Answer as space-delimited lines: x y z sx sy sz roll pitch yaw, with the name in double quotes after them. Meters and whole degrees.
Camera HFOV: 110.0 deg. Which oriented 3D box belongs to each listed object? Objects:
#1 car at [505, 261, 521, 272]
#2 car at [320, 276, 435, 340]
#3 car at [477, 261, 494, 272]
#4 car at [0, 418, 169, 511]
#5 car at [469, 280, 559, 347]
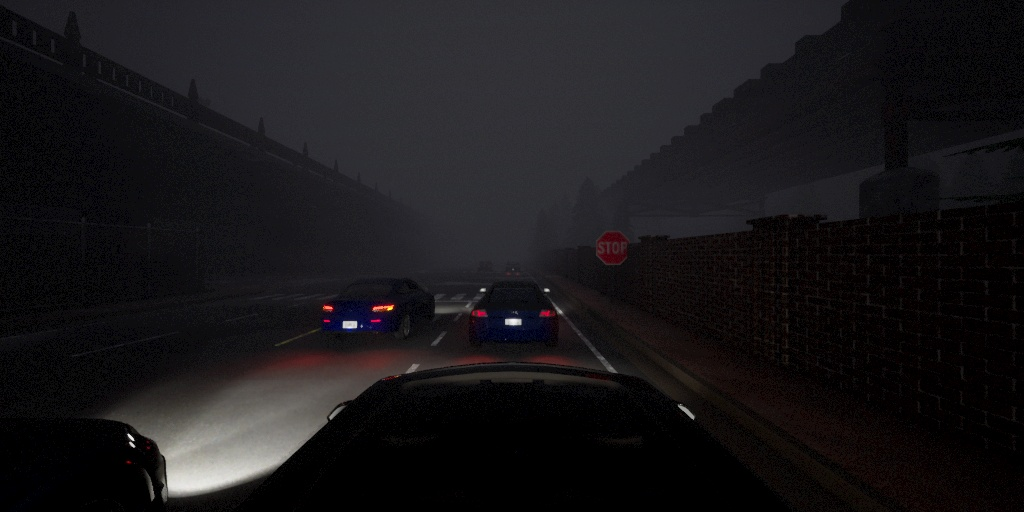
0.104 1.351 46.131 1.895 1.301 4.718 0 0 -1 "car"
-3.412 1.276 9.838 1.812 1.442 4.674 0 0 0 "car"
-3.391 1.297 45.963 2.033 1.411 5.357 0 0 -1 "car"
-3.399 1.314 0.742 1.994 1.385 4.181 0 0 0 "car"
0.070 1.314 9.315 1.994 1.385 4.181 0 0 1 "car"
